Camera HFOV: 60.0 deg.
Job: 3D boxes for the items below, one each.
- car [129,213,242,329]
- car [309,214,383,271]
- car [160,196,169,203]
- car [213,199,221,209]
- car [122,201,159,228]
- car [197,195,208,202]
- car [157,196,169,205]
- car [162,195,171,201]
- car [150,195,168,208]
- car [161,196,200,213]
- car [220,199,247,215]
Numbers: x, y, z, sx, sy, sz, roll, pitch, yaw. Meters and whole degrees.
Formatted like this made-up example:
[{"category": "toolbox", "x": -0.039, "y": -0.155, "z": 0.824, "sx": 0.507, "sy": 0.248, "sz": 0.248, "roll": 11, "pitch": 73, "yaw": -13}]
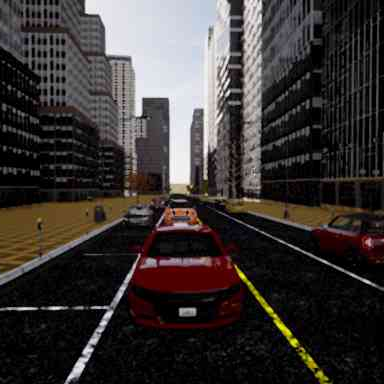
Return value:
[{"category": "car", "x": -0.188, "y": 1.473, "z": 7.336, "sx": 1.882, "sy": 1.535, "sz": 5.008, "roll": 0, "pitch": 0, "yaw": -3}, {"category": "car", "x": 5.420, "y": 1.433, "z": 11.009, "sx": 1.967, "sy": 1.590, "sz": 4.097, "roll": -1, "pitch": 0, "yaw": -3}, {"category": "car", "x": -5.859, "y": 1.574, "z": 72.420, "sx": 1.802, "sy": 1.307, "sz": 4.206, "roll": -1, "pitch": 0, "yaw": -3}, {"category": "car", "x": 3.835, "y": 1.550, "z": 44.721, "sx": 1.947, "sy": 1.339, "sz": 4.313, "roll": -1, "pitch": 0, "yaw": -3}, {"category": "car", "x": -3.478, "y": 1.540, "z": 21.852, "sx": 2.008, "sy": 1.369, "sz": 4.403, "roll": -1, "pitch": 0, "yaw": -3}, {"category": "car", "x": 2.502, "y": 1.516, "z": 72.984, "sx": 1.752, "sy": 1.417, "sz": 4.829, "roll": -1, "pitch": 0, "yaw": -3}, {"category": "car", "x": -5.331, "y": 1.532, "z": 61.183, "sx": 1.887, "sy": 1.381, "sz": 4.507, "roll": -1, "pitch": 0, "yaw": -3}, {"category": "car", "x": -6.389, "y": 1.548, "z": 83.658, "sx": 2.008, "sy": 1.369, "sz": 4.403, "roll": -1, "pitch": 0, "yaw": -3}, {"category": "car", "x": -4.539, "y": 1.425, "z": 44.327, "sx": 1.967, "sy": 1.590, "sz": 4.097, "roll": -1, "pitch": 0, "yaw": -3}, {"category": "car", "x": -0.800, "y": 1.340, "z": 22.450, "sx": 2.097, "sy": 1.767, "sz": 4.553, "roll": 0, "pitch": 0, "yaw": -3}, {"category": "car", "x": 4.356, "y": 1.510, "z": 33.655, "sx": 1.752, "sy": 1.417, "sz": 4.829, "roll": -1, "pitch": 0, "yaw": -3}]
